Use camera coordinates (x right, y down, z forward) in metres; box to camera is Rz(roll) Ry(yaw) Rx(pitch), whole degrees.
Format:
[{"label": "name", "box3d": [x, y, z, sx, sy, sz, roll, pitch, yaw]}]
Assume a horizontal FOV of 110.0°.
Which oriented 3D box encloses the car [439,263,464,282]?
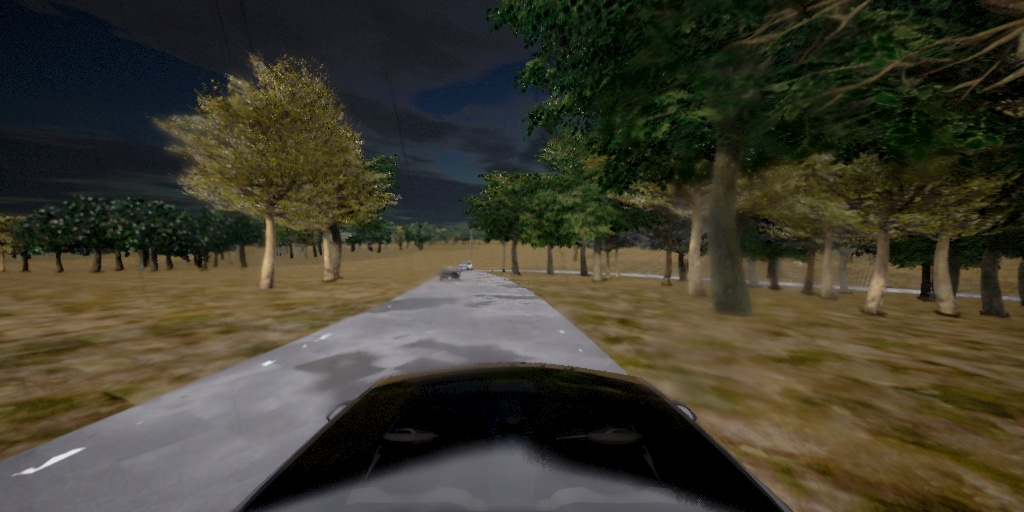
[{"label": "car", "box3d": [-5.531, 1.580, 32.235, 1.895, 1.301, 4.718, 0, -1, -8]}]
